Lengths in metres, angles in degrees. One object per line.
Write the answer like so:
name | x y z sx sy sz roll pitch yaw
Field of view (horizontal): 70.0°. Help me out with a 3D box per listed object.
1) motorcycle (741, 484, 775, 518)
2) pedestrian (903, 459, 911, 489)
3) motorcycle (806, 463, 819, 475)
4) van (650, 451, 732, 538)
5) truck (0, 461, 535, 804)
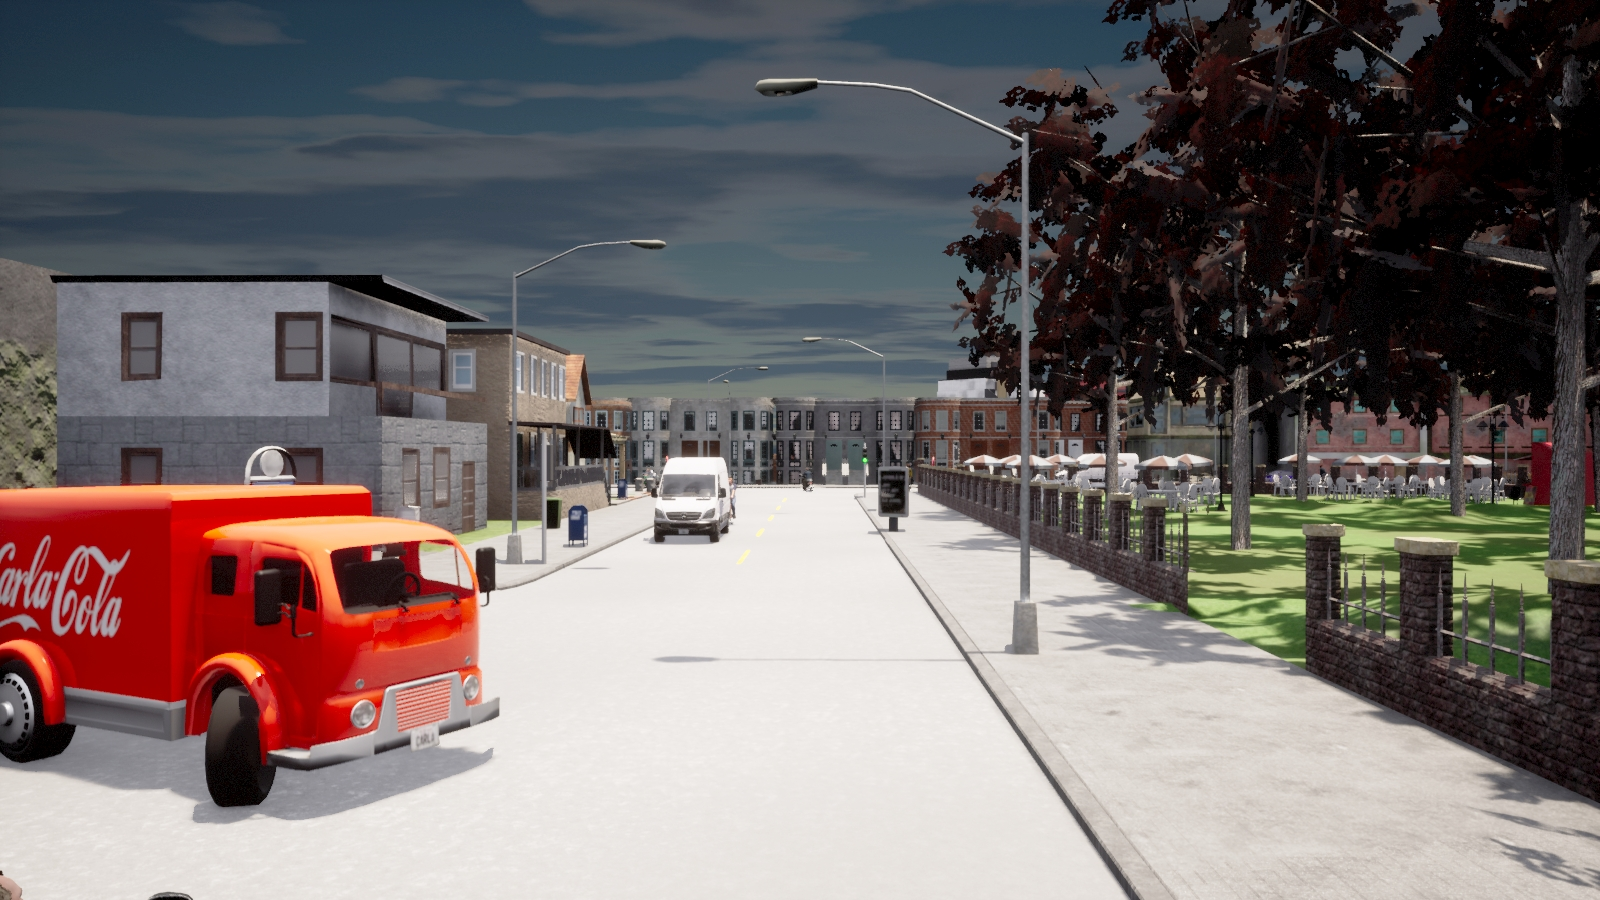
motorcycle | -1.677 1.985 45.065 0.867 1.251 2.209 0 0 -15
pedestrian | 6.775 1.516 72.447 0.375 1.860 0.375 0 0 24
motorcycle | 1.279 1.962 118.235 0.856 1.236 1.805 -2 0 -18
van | -3.393 1.314 36.728 1.988 2.561 5.915 0 0 1
truck | -5.384 1.354 10.703 5.204 2.467 2.627 0 0 29
